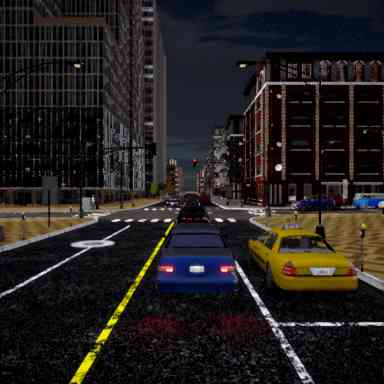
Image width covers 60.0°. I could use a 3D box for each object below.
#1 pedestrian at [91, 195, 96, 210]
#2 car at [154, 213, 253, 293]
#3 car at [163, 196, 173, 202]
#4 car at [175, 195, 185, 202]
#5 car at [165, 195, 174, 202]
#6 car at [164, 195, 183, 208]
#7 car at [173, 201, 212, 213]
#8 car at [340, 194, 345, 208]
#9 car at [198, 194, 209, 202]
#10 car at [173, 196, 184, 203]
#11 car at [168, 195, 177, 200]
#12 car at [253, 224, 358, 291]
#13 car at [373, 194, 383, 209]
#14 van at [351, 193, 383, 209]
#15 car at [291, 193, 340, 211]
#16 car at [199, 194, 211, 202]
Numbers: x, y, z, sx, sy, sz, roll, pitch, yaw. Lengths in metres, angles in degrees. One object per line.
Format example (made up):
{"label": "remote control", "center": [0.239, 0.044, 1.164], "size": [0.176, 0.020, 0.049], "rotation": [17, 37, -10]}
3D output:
{"label": "pedestrian", "center": [-12.355, 1.271, 41.673], "size": [0.375, 1.860, 0.375], "rotation": [0, 1, -1]}
{"label": "car", "center": [0.095, 1.547, 8.987], "size": [2.033, 1.411, 5.357], "rotation": [0, 0, 0]}
{"label": "car", "center": [-5.329, 1.556, 74.670], "size": [2.008, 1.369, 4.403], "rotation": [0, 0, 0]}
{"label": "car", "center": [-2.765, 1.531, 79.347], "size": [2.128, 1.511, 4.902], "rotation": [0, 0, 0]}
{"label": "car", "center": [-5.330, 1.551, 80.263], "size": [1.887, 1.381, 4.507], "rotation": [0, 0, 0]}
{"label": "car", "center": [-2.805, 1.494, 49.293], "size": [2.128, 1.511, 4.902], "rotation": [0, 0, -1]}
{"label": "car", "center": [0.080, 1.505, 18.728], "size": [1.837, 1.490, 4.892], "rotation": [0, 0, 0]}
{"label": "car", "center": [15.307, 1.095, 39.032], "size": [5.009, 1.841, 2.192], "rotation": [-1, 1, -1]}
{"label": "car", "center": [2.551, 1.320, 74.671], "size": [2.192, 1.841, 5.009], "rotation": [0, 0, 0]}
{"label": "car", "center": [-2.762, 1.569, 69.071], "size": [1.994, 1.385, 4.181], "rotation": [0, 0, 0]}
{"label": "car", "center": [-5.331, 1.559, 91.449], "size": [2.008, 1.369, 4.403], "rotation": [0, 0, 0]}
{"label": "car", "center": [2.563, 1.525, 8.838], "size": [1.752, 1.417, 4.829], "rotation": [0, 0, 0]}
{"label": "car", "center": [23.082, 1.214, 36.664], "size": [4.674, 1.442, 1.812], "rotation": [-1, 0, 0]}
{"label": "van", "center": [20.963, 1.050, 39.092], "size": [3.998, 1.788, 1.690], "rotation": [-1, 1, -1]}
{"label": "car", "center": [13.280, 1.162, 36.530], "size": [4.553, 1.767, 2.097], "rotation": [-1, 0, -1]}
{"label": "car", "center": [2.553, 1.319, 63.485], "size": [2.192, 1.841, 5.009], "rotation": [0, 0, 0]}
